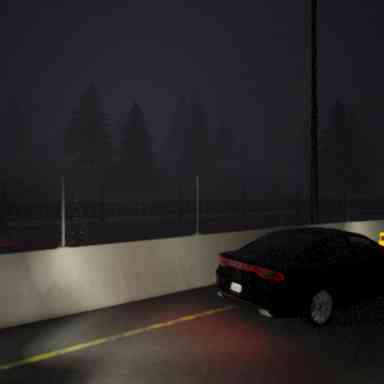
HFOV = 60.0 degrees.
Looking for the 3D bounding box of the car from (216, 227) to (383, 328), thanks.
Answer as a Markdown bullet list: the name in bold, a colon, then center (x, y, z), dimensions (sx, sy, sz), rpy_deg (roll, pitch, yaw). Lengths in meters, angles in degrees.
- **car**: center (2.843, 1.480, 7.043), dimensions (5.008, 1.535, 1.882), rpy_deg (0, 0, -33)
